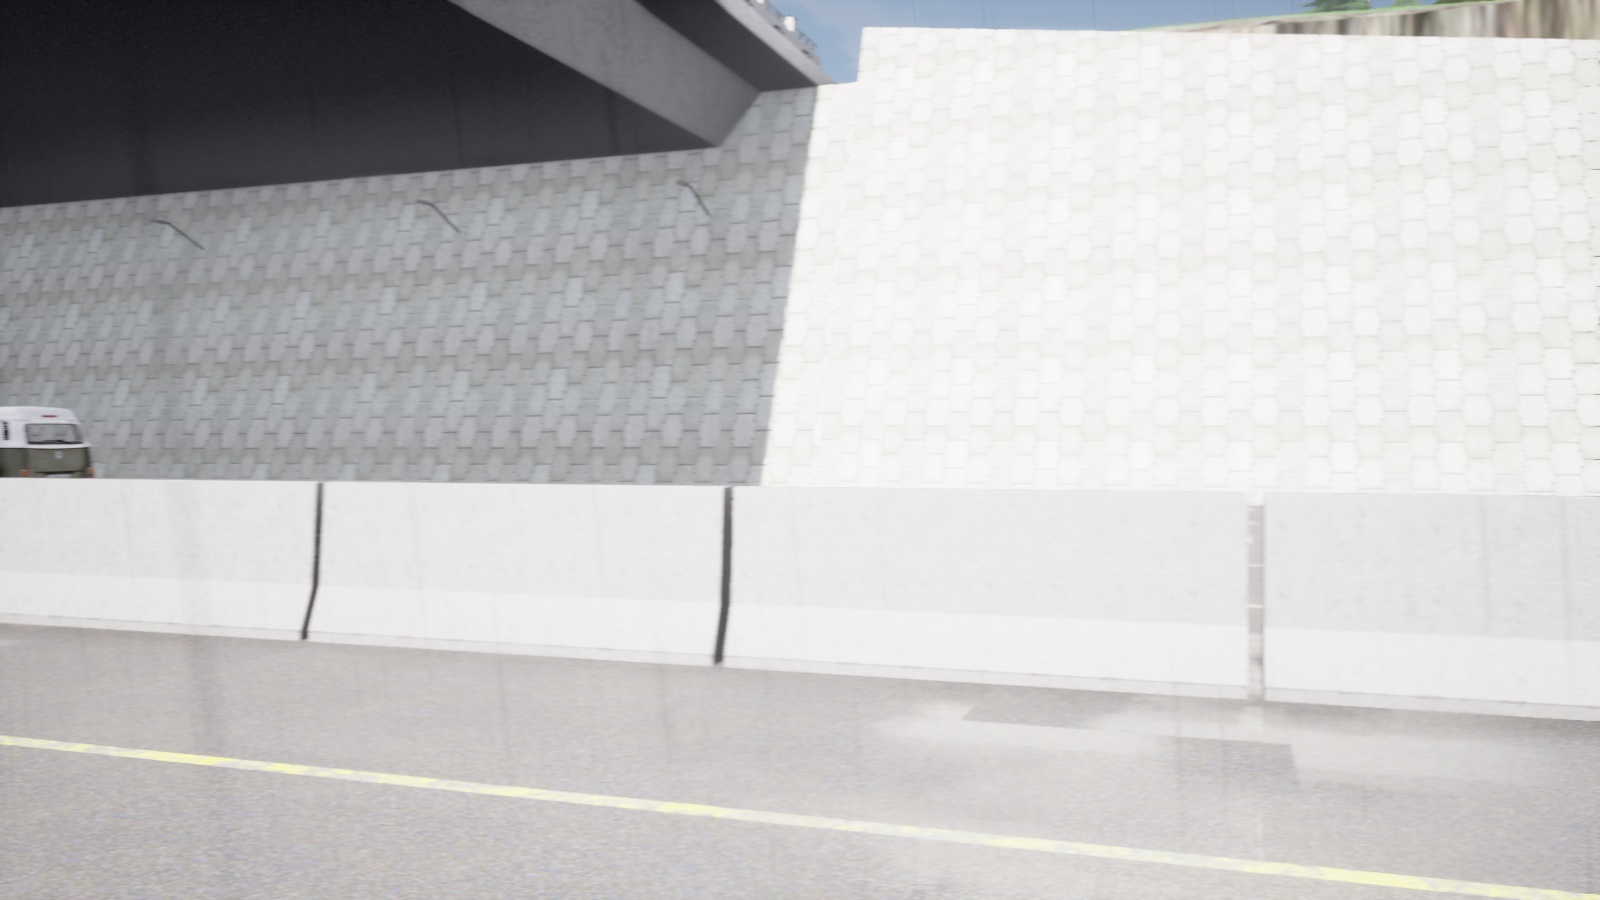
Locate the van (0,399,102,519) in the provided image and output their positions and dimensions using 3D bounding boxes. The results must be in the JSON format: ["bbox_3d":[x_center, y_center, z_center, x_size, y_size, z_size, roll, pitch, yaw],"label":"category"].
[{"bbox_3d":[-15.478,0.119,23.166,4.480,2.038,2.069,1,1,19],"label":"van"}]
